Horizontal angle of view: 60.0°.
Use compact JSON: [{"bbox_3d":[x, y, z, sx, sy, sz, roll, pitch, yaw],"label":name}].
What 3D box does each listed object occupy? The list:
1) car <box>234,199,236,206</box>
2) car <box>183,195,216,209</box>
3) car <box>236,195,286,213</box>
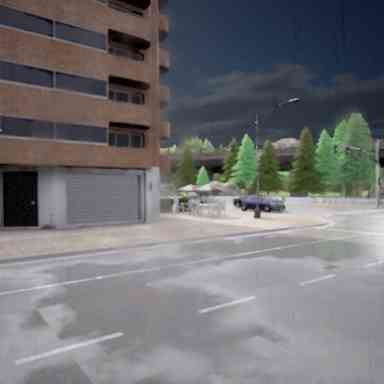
[{"bbox_3d":[7.017,1.160,38.790,1.882,1.535,5.008,-1,0,-37],"label":"car"},{"bbox_3d":[1.388,1.218,40.522,1.837,1.490,4.892,-1,1,-37],"label":"car"},{"bbox_3d":[6.999,1.066,32.864,2.097,1.767,4.553,-1,0,-36],"label":"car"}]
